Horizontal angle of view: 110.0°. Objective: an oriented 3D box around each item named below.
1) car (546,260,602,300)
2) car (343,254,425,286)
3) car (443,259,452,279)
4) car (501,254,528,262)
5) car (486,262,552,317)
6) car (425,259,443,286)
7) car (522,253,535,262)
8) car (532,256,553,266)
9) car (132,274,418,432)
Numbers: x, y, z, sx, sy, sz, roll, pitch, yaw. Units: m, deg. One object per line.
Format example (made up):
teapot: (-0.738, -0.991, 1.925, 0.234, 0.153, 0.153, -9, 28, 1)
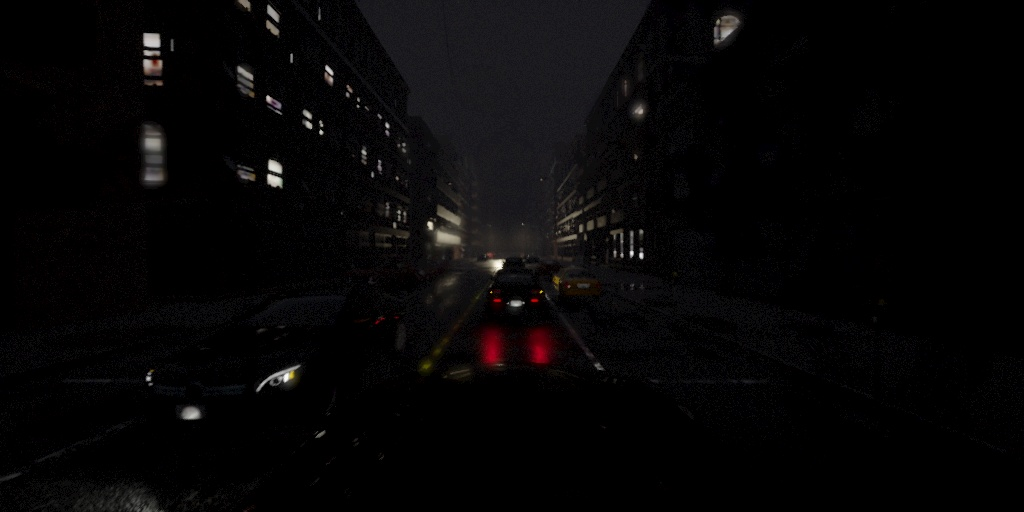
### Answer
car: (2.719, 1.059, 15.942, 1.751, 1.417, 4.829, 0, 0, 0)
car: (-5.661, 0.844, 15.795, 2.192, 1.841, 5.009, 0, 0, 0)
car: (-5.636, 0.900, 27.066, 1.888, 1.381, 4.507, 0, 0, 0)
car: (0.162, 0.816, 30.014, 1.837, 1.490, 4.892, 0, 1, 0)
car: (0.124, 1.112, 12.269, 1.812, 1.442, 4.674, 0, 1, 0)
car: (-5.649, 0.882, 21.429, 1.967, 1.591, 4.097, 0, 0, 0)
car: (2.795, 0.559, 49.585, 2.007, 1.370, 4.403, 0, 0, 0)
car: (2.744, 0.904, 27.043, 1.888, 1.381, 4.507, 0, 0, 0)
car: (-3.090, 1.211, 5.780, 1.812, 1.442, 4.674, 0, 1, 0)
